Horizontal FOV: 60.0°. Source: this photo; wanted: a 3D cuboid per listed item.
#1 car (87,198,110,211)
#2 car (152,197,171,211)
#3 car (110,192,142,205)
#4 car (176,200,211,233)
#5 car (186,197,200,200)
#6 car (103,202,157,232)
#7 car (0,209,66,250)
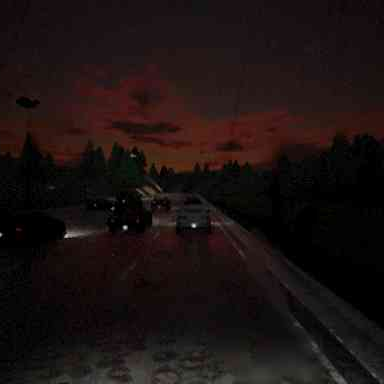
[{"bbox_3d":[-10.391,1.363,37.767,1.994,1.385,4.181,0,0,0],"label":"car"},{"bbox_3d":[-3.391,1.295,36.898,2.128,1.511,4.902,0,0,0],"label":"car"},{"bbox_3d":[-6.891,1.028,36.245,2.150,2.045,5.566,0,0,0],"label":"car"},{"bbox_3d":[0.091,1.425,18.850,1.812,1.442,4.674,0,0,0],"label":"car"},{"bbox_3d":[0.109,1.308,36.961,1.837,1.490,4.892,0,0,0],"label":"car"},{"bbox_3d":[-3.395,1.499,19.143,1.895,1.301,4.718,0,0,0],"label":"car"},{"bbox_3d":[-6.897,1.489,13.922,1.994,1.385,4.181,0,0,0],"label":"car"}]
